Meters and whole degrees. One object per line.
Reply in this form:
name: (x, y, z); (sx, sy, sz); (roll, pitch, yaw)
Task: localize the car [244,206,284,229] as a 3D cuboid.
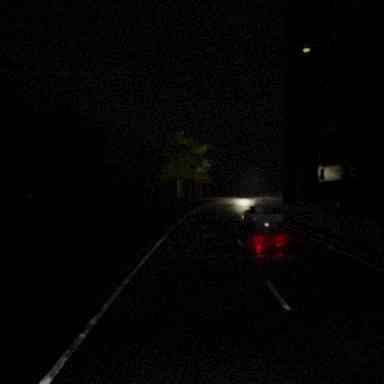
car: (4.336, 1.517, 20.815); (1.895, 1.301, 4.718); (0, 0, 4)
